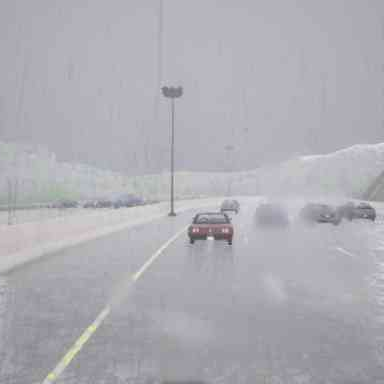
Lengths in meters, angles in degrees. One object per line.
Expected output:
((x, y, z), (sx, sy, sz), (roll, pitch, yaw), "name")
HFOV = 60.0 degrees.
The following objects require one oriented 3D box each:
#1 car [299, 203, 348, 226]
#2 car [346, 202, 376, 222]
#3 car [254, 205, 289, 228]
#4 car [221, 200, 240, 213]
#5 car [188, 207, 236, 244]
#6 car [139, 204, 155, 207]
((8.957, 1.572, 23.570), (2.033, 1.411, 5.357), (0, 0, 9), "car")
((13.026, 1.526, 26.629), (2.128, 1.511, 4.902), (0, 0, 10), "car")
((5.223, 1.563, 22.207), (2.033, 1.411, 5.357), (0, 0, 8), "car")
((4.289, 1.564, 36.746), (2.033, 1.411, 5.357), (0, 0, 13), "car")
((0.965, 1.606, 15.815), (1.895, 1.301, 4.718), (0, 0, 5), "car")
((-5.454, 1.559, 41.859), (1.994, 1.385, 4.181), (0, 0, 14), "car")
